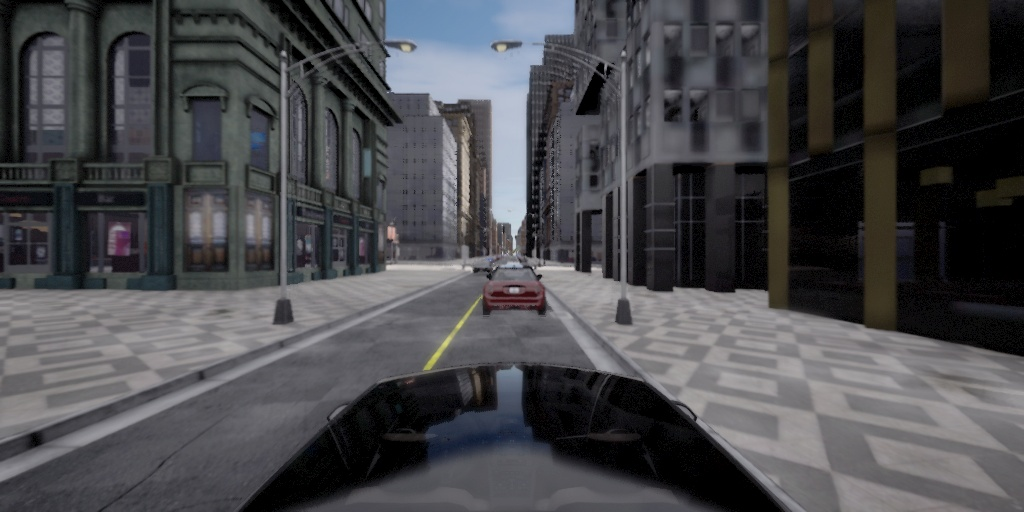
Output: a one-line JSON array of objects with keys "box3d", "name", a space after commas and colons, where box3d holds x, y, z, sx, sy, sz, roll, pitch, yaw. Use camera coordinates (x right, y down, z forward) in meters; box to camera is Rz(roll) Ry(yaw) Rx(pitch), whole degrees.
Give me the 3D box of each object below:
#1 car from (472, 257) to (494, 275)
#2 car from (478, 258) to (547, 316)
[{"box3d": [-3.084, 1.165, 38.242, 1.837, 1.490, 4.892, 0, 0, 0], "name": "car"}, {"box3d": [0.085, 1.079, 13.349, 2.097, 1.767, 4.553, 0, 0, 0], "name": "car"}]
